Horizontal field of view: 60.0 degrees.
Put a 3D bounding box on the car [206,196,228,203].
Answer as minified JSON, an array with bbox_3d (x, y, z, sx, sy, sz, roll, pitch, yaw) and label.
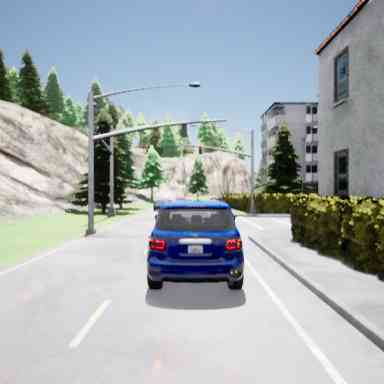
[{"bbox_3d":[5.208,1.551,69.561,2.128,1.511,4.902,0,0,40],"label":"car"}]

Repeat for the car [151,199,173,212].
[{"bbox_3d":[-3.519,1.564,39.843,2.033,1.411,5.357,0,0,1],"label":"car"}]

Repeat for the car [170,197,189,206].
[{"bbox_3d":[-2.083,1.586,55.688,1.994,1.385,4.181,0,0,16],"label":"car"}]

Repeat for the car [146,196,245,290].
[{"bbox_3d":[0.087,1.225,9.251,2.150,2.045,5.566,0,0,0],"label":"car"}]
